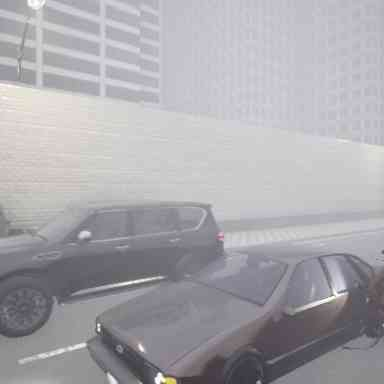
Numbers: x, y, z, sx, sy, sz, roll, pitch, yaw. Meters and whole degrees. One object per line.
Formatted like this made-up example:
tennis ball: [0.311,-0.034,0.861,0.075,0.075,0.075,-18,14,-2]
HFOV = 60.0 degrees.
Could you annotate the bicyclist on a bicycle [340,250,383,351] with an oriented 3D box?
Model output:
bicyclist on a bicycle: [2.773,1.489,4.472,1.656,1.620,0.582,-2,16,4]

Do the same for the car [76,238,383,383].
car: [1.313,1.547,5.010,5.357,1.411,2.033,0,0,-37]

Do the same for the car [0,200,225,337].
car: [-1.790,1.221,7.010,5.566,2.045,2.150,0,0,-35]
